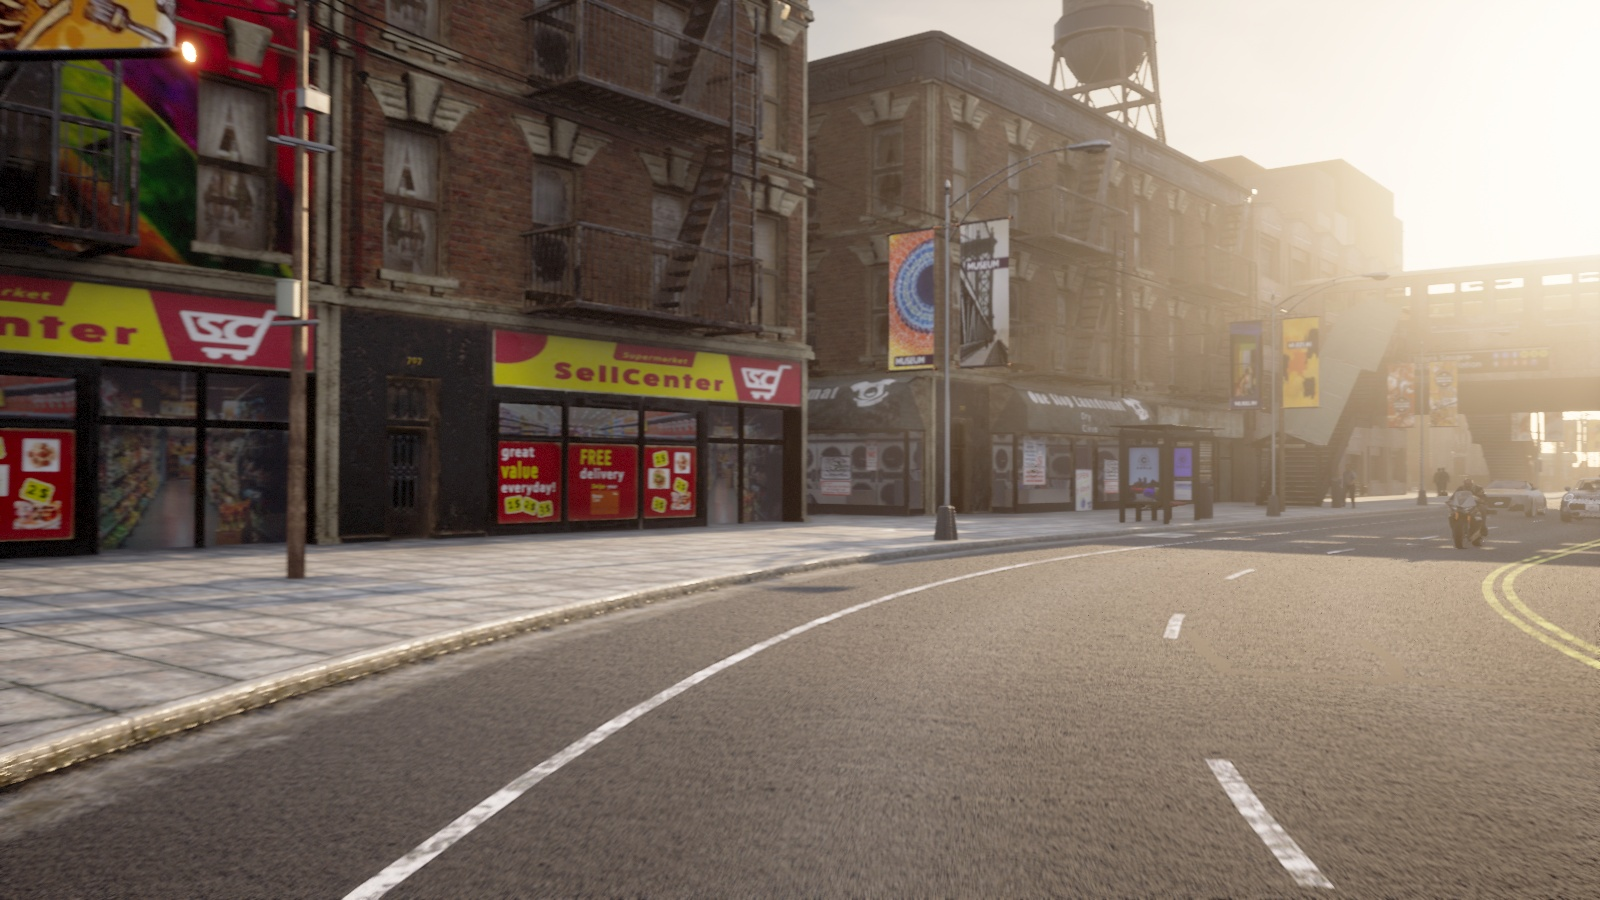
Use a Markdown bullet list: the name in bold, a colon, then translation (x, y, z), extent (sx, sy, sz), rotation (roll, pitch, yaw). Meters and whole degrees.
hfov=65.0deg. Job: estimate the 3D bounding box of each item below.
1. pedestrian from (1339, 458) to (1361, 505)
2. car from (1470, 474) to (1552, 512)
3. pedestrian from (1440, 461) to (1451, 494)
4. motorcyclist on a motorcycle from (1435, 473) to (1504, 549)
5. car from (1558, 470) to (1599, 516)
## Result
- **pedestrian**: translation (22.099, 1.254, 50.452), extent (0.694, 1.848, 0.540), rotation (1, -1, -42)
- **car**: translation (26.963, 1.599, 47.572), extent (1.994, 1.385, 4.181), rotation (-1, -1, 40)
- **pedestrian**: translation (37.716, 1.592, 73.333), extent (0.423, 1.949, 0.788), rotation (-1, -1, 38)
- **motorcyclist on a motorcycle**: translation (14.228, 1.256, 26.652), extent (0.866, 1.530, 2.191), rotation (-1, -1, 40)
- **car**: translation (26.572, 1.401, 41.604), extent (1.970, 1.475, 3.806), rotation (-1, -1, 40)
